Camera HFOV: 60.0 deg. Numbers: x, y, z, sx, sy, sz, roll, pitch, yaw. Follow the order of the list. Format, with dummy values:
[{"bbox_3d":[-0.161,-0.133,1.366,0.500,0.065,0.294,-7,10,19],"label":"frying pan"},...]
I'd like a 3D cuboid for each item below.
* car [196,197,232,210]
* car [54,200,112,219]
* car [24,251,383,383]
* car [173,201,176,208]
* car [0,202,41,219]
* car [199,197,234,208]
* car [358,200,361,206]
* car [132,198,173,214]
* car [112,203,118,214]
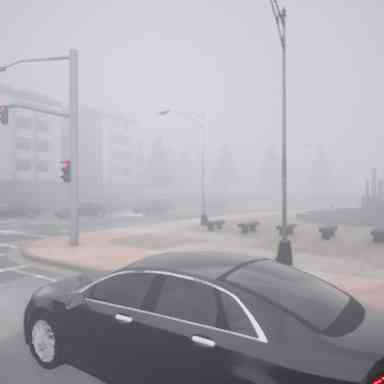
[{"bbox_3d":[2.737,1.557,43.971,4.902,1.511,2.128,0,0,-38],"label":"car"},{"bbox_3d":[-9.737,1.576,29.314,1.837,1.490,4.892,0,0,34],"label":"car"},{"bbox_3d":[-0.164,1.512,4.108,4.892,1.490,1.837,0,0,35],"label":"car"},{"bbox_3d":[-4.250,1.584,42.306,1.837,1.490,4.892,0,0,45],"label":"car"},{"bbox_3d":[-15.105,1.573,27.622,2.128,1.511,4.902,0,0,35],"label":"car"},{"bbox_3d":[3.666,1.549,48.997,5.008,1.535,1.882,0,0,-33],"label":"car"},{"bbox_3d":[25.791,1.506,46.558,4.902,1.511,2.128,0,0,-10],"label":"car"},{"bbox_3d":[-4.523,1.634,36.543,1.994,1.385,4.181,0,0,39],"label":"car"},{"bbox_3d":[-9.955,1.607,35.173,1.812,1.442,4.674,0,0,36],"label":"car"}]
